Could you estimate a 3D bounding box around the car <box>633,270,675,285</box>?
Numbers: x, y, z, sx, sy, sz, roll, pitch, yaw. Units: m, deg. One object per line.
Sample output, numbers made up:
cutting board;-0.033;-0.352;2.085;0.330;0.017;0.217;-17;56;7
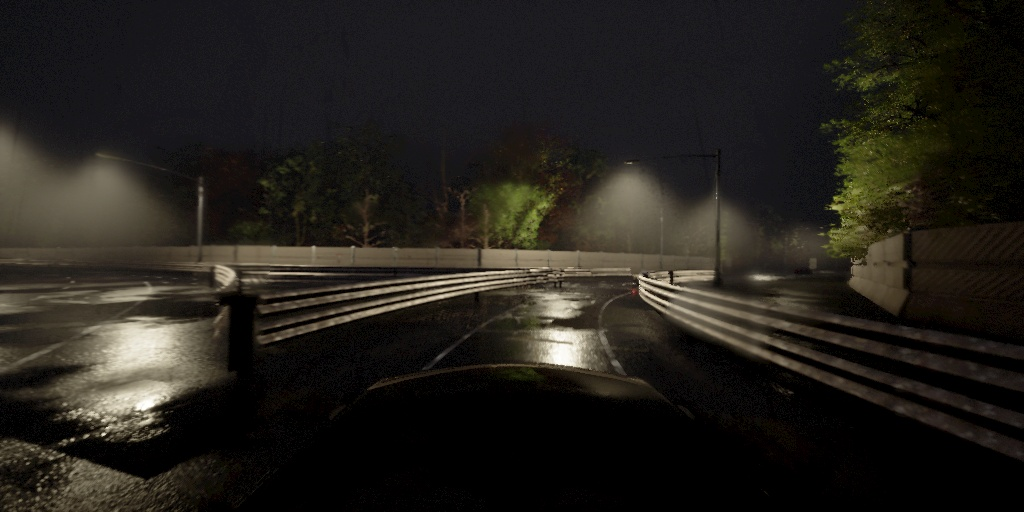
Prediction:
car;12.631;1.922;31.686;4.718;1.301;1.895;1;-1;-44
